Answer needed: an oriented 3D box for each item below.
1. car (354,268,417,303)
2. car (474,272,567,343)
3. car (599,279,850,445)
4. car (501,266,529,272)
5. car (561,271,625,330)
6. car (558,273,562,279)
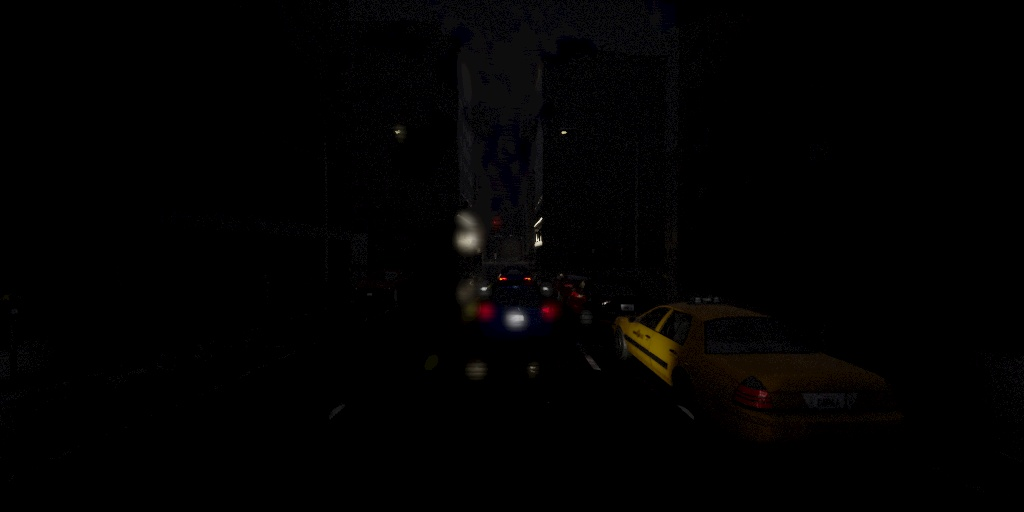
[{"bbox_3d":[-5.669,1.290,16.549,1.888,1.381,4.507,0,0,0],"label":"car"},{"bbox_3d":[0.101,1.312,9.649,1.994,1.385,4.181,0,0,0],"label":"car"},{"bbox_3d":[2.874,1.274,5.549,1.751,1.417,4.829,0,0,0],"label":"car"},{"bbox_3d":[0.104,1.270,19.664,1.812,1.442,4.674,0,0,-2],"label":"car"},{"bbox_3d":[2.875,1.313,10.965,1.948,1.339,4.313,0,0,0],"label":"car"},{"bbox_3d":[2.876,1.327,16.551,1.802,1.307,4.207,0,0,0],"label":"car"}]
